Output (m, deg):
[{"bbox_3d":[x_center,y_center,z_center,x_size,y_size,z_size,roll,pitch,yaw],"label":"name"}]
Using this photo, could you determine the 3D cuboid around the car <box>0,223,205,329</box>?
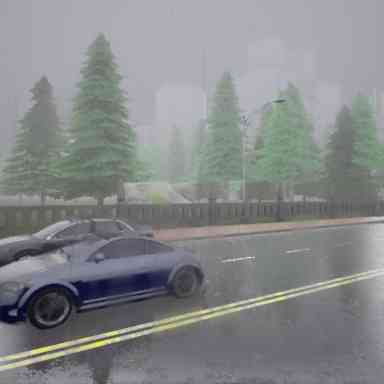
[{"bbox_3d":[-1.803,1.563,6.946,4.181,1.385,1.994,0,0,-34],"label":"car"}]

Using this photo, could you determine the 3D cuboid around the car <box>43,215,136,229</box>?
[{"bbox_3d":[-3.442,1.505,10.098,4.892,1.490,1.837,0,0,-32],"label":"car"}]
